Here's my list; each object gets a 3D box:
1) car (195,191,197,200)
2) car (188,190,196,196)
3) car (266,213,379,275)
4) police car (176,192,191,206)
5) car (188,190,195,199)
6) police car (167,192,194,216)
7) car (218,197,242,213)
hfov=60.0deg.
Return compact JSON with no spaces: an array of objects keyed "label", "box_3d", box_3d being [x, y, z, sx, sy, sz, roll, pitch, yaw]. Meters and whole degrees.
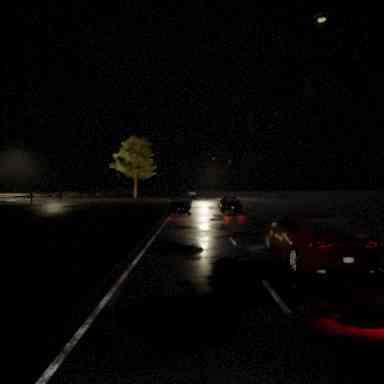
[{"label":"car","box_3d":[0.006,0.726,62.757,2.033,1.411,5.357,0,1,0]},{"label":"car","box_3d":[0.008,0.230,84.712,1.994,1.385,4.181,0,1,0]},{"label":"car","box_3d":[3.603,1.384,10.113,1.882,1.535,5.008,0,1,0]},{"label":"police car","box_3d":[-1.046,0.867,44.648,1.930,1.638,5.238,0,1,0]},{"label":"car","box_3d":[-1.047,0.882,38.508,2.097,1.767,4.553,0,1,0]},{"label":"police car","box_3d":[-1.047,1.099,28.650,1.930,1.638,5.238,0,1,0]},{"label":"car","box_3d":[3.616,1.154,31.754,1.812,1.442,4.674,0,1,0]}]
